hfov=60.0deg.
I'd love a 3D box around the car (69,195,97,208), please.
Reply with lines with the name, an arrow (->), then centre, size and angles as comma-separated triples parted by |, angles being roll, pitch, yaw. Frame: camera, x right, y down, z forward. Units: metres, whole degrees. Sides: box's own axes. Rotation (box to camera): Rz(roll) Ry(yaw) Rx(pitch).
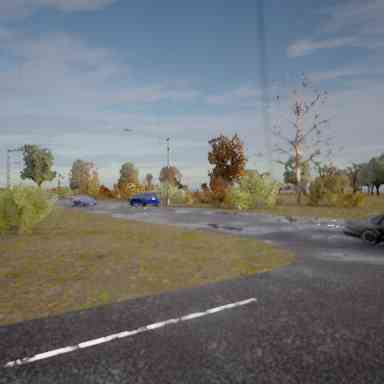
car -> -14.231, 1.284, 43.930 | 1.882, 1.535, 5.008 | 0, 0, -37

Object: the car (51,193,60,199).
car -> -33.821, 1.064, 81.437 | 2.128, 1.511, 4.902 | 0, 0, -37

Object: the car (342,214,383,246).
car -> 8.904, 1.535, 13.298 | 2.033, 1.411, 5.357 | 0, 0, -37

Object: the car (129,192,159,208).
car -> -6.599, 1.030, 45.437 | 2.150, 2.045, 5.566 | 0, 0, -37

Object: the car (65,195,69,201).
car -> -25.419, 1.226, 70.328 | 1.895, 1.301, 4.718 | 0, 0, -37
